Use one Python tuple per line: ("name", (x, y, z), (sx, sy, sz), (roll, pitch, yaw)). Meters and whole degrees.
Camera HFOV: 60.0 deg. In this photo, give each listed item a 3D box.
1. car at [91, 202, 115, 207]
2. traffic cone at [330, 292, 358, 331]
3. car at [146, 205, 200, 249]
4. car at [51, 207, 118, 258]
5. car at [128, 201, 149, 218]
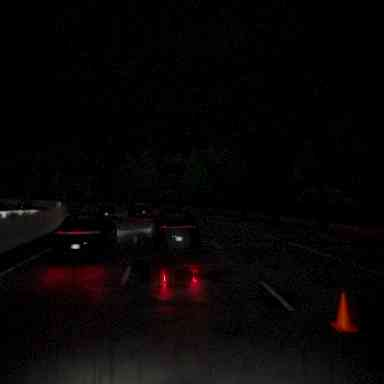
("car", (-8.268, 1.692, 31.091), (1.837, 1.490, 4.892), (0, 0, -18))
("traffic cone", (2.547, 1.982, 5.599), (0.340, 0.580, 0.340), (0, 0, 1))
("car", (-0.860, 1.577, 15.063), (2.128, 1.511, 4.902), (0, 0, -9))
("car", (-4.107, 1.572, 13.232), (2.128, 1.511, 4.902), (0, 0, -7))
("car", (-5.180, 1.669, 32.897), (1.882, 1.535, 5.008), (0, 0, -18))
